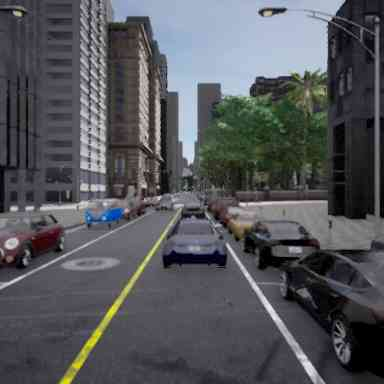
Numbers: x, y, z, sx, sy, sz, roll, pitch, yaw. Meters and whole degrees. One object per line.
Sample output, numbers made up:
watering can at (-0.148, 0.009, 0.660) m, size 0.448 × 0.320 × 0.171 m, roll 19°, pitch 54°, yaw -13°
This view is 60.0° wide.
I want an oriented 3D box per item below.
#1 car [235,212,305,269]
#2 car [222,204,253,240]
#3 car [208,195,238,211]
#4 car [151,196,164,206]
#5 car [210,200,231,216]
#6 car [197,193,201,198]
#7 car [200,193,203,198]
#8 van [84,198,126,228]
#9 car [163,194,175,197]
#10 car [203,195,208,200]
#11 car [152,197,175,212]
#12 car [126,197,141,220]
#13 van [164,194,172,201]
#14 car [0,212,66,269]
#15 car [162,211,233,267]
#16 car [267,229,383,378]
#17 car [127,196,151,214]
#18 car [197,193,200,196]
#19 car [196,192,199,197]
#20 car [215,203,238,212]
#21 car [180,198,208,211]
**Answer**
car at (2.761, 1.573, 10.987) m, size 1.947 × 1.339 × 4.313 m, roll 0°, pitch 0°, yaw 0°
car at (2.760, 1.537, 16.643) m, size 1.752 × 1.417 × 4.829 m, roll 0°, pitch 0°, yaw 0°
car at (2.759, 1.334, 27.447) m, size 2.192 × 1.841 × 5.009 m, roll 0°, pitch 0°, yaw 0°
car at (-5.768, 1.593, 49.412) m, size 1.947 × 1.339 × 4.313 m, roll 0°, pitch 0°, yaw 0°
car at (2.759, 1.548, 33.104) m, size 1.752 × 1.417 × 4.829 m, roll 0°, pitch 0°, yaw 0°
car at (2.755, 1.575, 75.953) m, size 1.947 × 1.339 × 4.313 m, roll 0°, pitch 0°, yaw 0°
car at (2.758, 1.342, 49.395) m, size 2.192 × 1.841 × 5.009 m, roll 0°, pitch 0°, yaw 0°
van at (-5.766, 1.356, 21.972) m, size 1.690 × 1.788 × 3.998 m, roll 0°, pitch 0°, yaw 0°
car at (-5.770, 1.324, 75.971) m, size 2.192 × 1.841 × 5.009 m, roll 0°, pitch 0°, yaw 0°
car at (2.758, 1.340, 38.420) m, size 2.192 × 1.841 × 5.009 m, roll 0°, pitch 0°, yaw 0°
car at (-3.096, 1.589, 38.444) m, size 1.994 × 1.385 × 4.181 m, roll 0°, pitch 0°, yaw 0°
car at (-5.766, 1.459, 27.460) m, size 1.967 × 1.590 × 4.097 m, roll 0°, pitch 0°, yaw 0°
van at (-5.770, 1.344, 81.392) m, size 1.690 × 1.788 × 3.998 m, roll 0°, pitch 0°, yaw 0°
car at (-5.764, 1.448, 10.997) m, size 1.967 × 1.590 × 4.097 m, roll 0°, pitch 0°, yaw 0°
car at (0.085, 1.572, 11.414) m, size 1.994 × 1.385 × 4.181 m, roll 0°, pitch 0°, yaw 0°
car at (2.762, 1.570, 5.500) m, size 1.947 × 1.339 × 4.313 m, roll 0°, pitch 0°, yaw 0°
car at (-5.767, 1.337, 32.948) m, size 2.192 × 1.841 × 5.009 m, roll 0°, pitch 0°, yaw 0°
car at (2.755, 1.585, 81.373) m, size 1.802 × 1.307 × 4.206 m, roll 0°, pitch 0°, yaw 0°
car at (2.755, 1.436, 86.794) m, size 1.967 × 1.590 × 4.097 m, roll 0°, pitch 0°, yaw 0°
car at (2.760, 1.597, 21.960) m, size 1.802 × 1.307 × 4.206 m, roll 0°, pitch 0°, yaw 0°
car at (0.084, 1.523, 26.517) m, size 1.837 × 1.490 × 4.892 m, roll 0°, pitch 0°, yaw 0°
